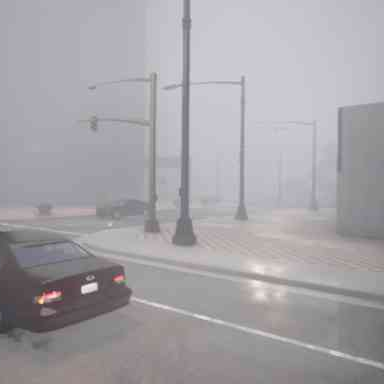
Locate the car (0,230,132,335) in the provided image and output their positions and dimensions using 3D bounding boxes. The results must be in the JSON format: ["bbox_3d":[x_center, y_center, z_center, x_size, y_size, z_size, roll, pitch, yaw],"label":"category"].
[{"bbox_3d":[-3.549,1.493,6.657,5.357,1.411,2.033,1,0,38],"label":"car"}]

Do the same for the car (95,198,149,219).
[{"bbox_3d":[-5.432,1.281,26.804,1.882,1.535,5.008,1,0,36],"label":"car"}]
